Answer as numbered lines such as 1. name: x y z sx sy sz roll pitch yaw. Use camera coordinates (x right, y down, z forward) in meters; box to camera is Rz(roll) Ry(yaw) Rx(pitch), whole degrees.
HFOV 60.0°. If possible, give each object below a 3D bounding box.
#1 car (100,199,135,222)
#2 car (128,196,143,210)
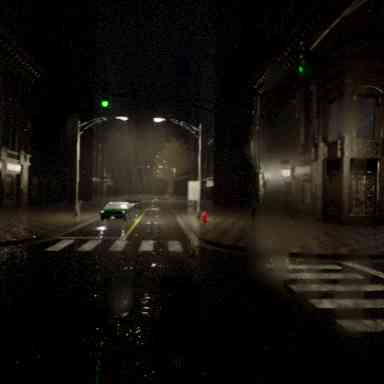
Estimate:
1. car: -5.622 1.445 24.987 1.895 1.301 4.718 1 0 -5
2. car: -7.069 1.299 40.662 2.128 1.511 4.902 1 0 -5
